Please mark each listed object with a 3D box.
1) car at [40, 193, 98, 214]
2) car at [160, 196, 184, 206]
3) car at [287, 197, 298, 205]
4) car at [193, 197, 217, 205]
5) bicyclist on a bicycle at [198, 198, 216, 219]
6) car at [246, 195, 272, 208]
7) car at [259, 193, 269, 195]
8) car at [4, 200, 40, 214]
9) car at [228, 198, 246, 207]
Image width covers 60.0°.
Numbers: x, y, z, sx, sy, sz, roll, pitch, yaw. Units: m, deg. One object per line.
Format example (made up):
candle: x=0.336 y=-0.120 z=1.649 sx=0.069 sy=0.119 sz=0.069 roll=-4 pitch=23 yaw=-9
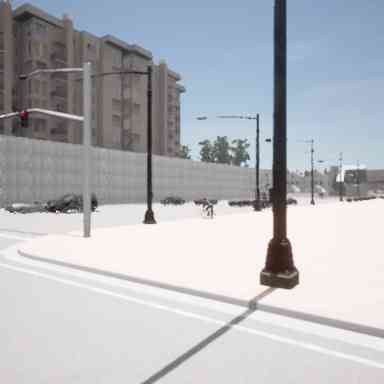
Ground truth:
car: x=-12.463 y=1.147 z=34.831 sx=2.150 sy=2.045 sz=5.566 roll=0 pitch=0 yaw=36
car: x=-3.175 y=1.425 z=53.699 sx=1.837 sy=1.490 sz=4.892 roll=0 pitch=0 yaw=36
car: x=16.321 y=1.502 z=56.706 sx=2.033 sy=1.411 sz=5.357 roll=0 pitch=0 yaw=36
car: x=2.211 y=1.528 z=55.144 sx=1.895 sy=1.301 sz=4.718 roll=0 pitch=0 yaw=36
bicyclist on a bicycle: x=1.132 y=1.267 z=25.504 sx=1.656 sy=1.620 sz=0.582 roll=0 pitch=0 yaw=36
car: x=10.363 y=1.502 z=48.341 sx=2.033 sy=1.411 sz=5.357 roll=0 pitch=0 yaw=36
car: x=13.257 y=1.167 z=58.438 sx=2.150 sy=2.045 sz=5.566 roll=0 pitch=0 yaw=36
car: x=-16.850 y=1.518 z=34.728 sx=1.895 sy=1.301 sz=4.718 roll=0 pitch=0 yaw=36
car: x=7.325 y=1.546 z=50.113 sx=1.895 sy=1.301 sz=4.718 roll=0 pitch=0 yaw=36
